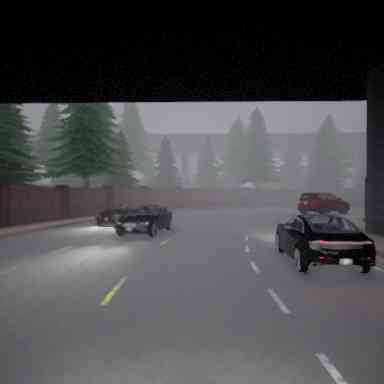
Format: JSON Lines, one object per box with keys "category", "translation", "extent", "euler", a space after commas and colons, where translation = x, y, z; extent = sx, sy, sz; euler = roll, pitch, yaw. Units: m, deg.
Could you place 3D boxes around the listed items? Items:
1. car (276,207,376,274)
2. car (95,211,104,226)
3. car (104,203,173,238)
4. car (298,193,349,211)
{"category": "car", "translation": [3.875, 1.442, 10.392], "extent": [2.128, 1.511, 4.902], "euler": [0, 0, 4]}
{"category": "car", "translation": [-4.695, 1.458, 22.288], "extent": [1.994, 1.385, 4.181], "euler": [0, 0, 17]}
{"category": "car", "translation": [-2.340, 1.409, 17.385], "extent": [2.128, 1.511, 4.902], "euler": [0, 0, 12]}
{"category": "car", "translation": [12.088, 1.077, 30.484], "extent": [5.566, 2.045, 2.150], "euler": [0, -1, -35]}
